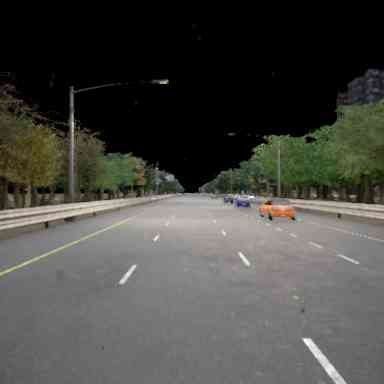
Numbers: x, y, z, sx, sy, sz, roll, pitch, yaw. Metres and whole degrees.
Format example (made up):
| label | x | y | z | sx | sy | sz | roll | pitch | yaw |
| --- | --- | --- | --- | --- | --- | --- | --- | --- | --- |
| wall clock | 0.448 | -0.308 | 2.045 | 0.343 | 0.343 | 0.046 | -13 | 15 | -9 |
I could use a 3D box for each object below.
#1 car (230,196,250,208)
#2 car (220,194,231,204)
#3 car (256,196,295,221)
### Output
| label | x | y | z | sx | sy | sz | roll | pitch | yaw |
| --- | --- | --- | --- | --- | --- | --- | --- | --- | --- |
| car | 7.106 | 1.527 | 47.596 | 1.882 | 1.535 | 5.008 | 0 | 0 | 0 |
| car | 7.184 | 1.555 | 66.459 | 1.837 | 1.490 | 4.892 | 0 | 0 | 0 |
| car | 7.036 | 1.370 | 27.920 | 2.097 | 1.767 | 4.553 | 0 | 0 | 0 |
